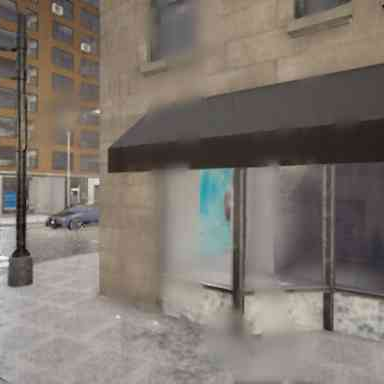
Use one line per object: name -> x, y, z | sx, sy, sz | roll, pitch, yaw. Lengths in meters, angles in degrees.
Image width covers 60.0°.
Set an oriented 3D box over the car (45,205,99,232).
car -> -6.449, 1.484, 19.831 | 1.994, 1.385, 4.181 | 0, 0, 36
